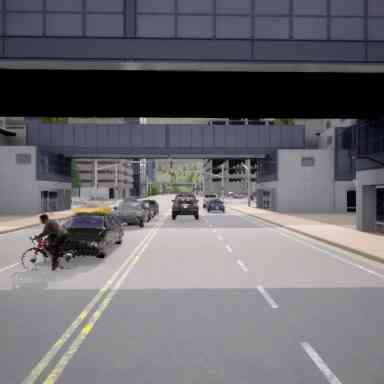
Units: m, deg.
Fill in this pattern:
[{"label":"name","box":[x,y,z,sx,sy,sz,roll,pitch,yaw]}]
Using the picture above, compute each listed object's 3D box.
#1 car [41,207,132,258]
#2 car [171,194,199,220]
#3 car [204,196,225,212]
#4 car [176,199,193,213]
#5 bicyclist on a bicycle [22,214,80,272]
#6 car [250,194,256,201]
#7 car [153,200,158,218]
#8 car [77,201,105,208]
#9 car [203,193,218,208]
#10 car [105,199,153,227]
[{"label":"car","box":[-3.886,1.547,12.925,2.033,1.411,5.357,0,0,-2]},{"label":"car","box":[-0.564,1.221,28.211,2.150,2.045,5.566,0,0,-1]},{"label":"car","box":[2.668,1.526,37.992,1.812,1.442,4.674,0,0,-1]},{"label":"car","box":[-0.828,1.526,37.908,1.812,1.442,4.674,0,0,-1]},{"label":"bicyclist on a bicycle","box":[-4.023,1.454,9.452,1.656,1.620,0.582,-2,0,-1]},{"label":"car","box":[14.742,1.153,77.916,1.932,1.855,4.605,0,0,-2]},{"label":"car","box":[-4.145,1.526,27.455,1.812,1.442,4.674,0,0,-1]},{"label":"car","box":[-7.689,1.478,25.810,1.882,1.535,5.008,0,0,-1]},{"label":"car","box":[2.821,1.221,47.498,2.150,2.045,5.566,0,0,8]},{"label":"car","box":[-4.111,1.352,22.416,2.097,1.767,4.553,0,0,-1]}]
